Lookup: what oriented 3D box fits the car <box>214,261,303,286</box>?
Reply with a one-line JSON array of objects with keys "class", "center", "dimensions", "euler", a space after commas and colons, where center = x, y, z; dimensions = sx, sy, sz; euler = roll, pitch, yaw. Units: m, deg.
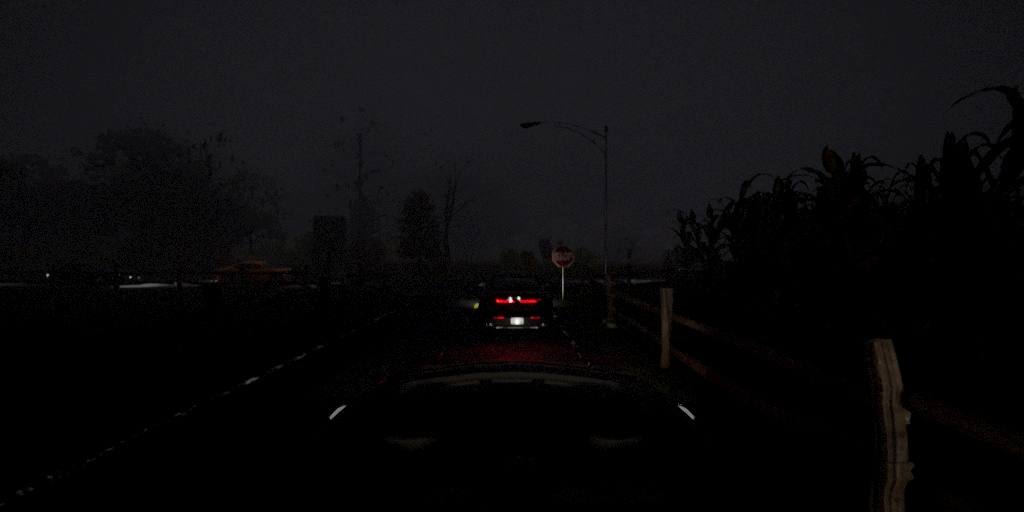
[{"class": "car", "center": [-16.380, 1.105, 23.461], "dimensions": [5.008, 1.535, 1.882], "euler": [0, 0, 1]}]

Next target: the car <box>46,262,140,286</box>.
[{"class": "car", "center": [-27.508, 1.145, 23.615], "dimensions": [4.892, 1.490, 1.837], "euler": [0, 0, 1]}]

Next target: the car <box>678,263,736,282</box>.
[{"class": "car", "center": [14.612, 1.153, 25.976], "dimensions": [4.718, 1.301, 1.895], "euler": [0, 0, 1]}]

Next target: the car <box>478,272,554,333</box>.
[{"class": "car", "center": [0.065, 1.195, 10.457], "dimensions": [1.837, 1.490, 4.892], "euler": [0, 0, -1]}]

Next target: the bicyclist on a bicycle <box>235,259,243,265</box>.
[{"class": "bicyclist on a bicycle", "center": [-22.421, 1.052, 29.516], "dimensions": [0.582, 1.620, 1.656], "euler": [0, 1, 1]}]
